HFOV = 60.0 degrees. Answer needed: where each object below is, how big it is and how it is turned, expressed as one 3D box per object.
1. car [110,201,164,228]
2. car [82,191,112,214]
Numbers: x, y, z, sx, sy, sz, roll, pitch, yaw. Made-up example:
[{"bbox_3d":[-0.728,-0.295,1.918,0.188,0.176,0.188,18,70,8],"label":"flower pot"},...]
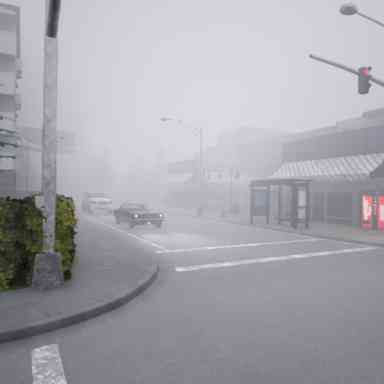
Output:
[{"bbox_3d":[-3.372,1.398,20.416,1.895,1.301,4.718,1,0,-27],"label":"car"},{"bbox_3d":[-9.058,0.943,31.677,2.150,2.045,5.566,1,0,-27],"label":"car"}]
